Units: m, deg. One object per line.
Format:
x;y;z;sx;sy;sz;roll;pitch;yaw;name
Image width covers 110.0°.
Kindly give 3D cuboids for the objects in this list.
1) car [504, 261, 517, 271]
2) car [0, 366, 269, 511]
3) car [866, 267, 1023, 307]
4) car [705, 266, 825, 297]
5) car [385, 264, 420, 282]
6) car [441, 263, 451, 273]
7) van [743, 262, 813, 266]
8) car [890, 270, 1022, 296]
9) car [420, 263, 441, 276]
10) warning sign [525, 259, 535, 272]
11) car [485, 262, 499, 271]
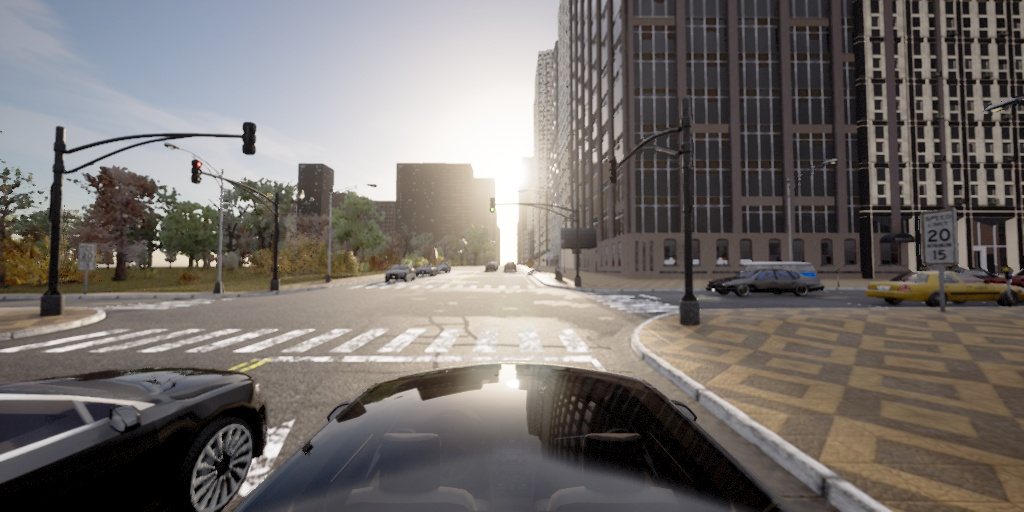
-0.262;1.714;61.624;2.097;1.767;4.553;0;-1;0;car
-3.140;1.240;1.321;2.128;1.511;4.902;0;0;0;car
16.259;1.153;13.477;4.829;1.417;1.751;0;0;-1;car
13.210;1.384;18.859;5.357;1.411;2.033;0;-2;-1;car
-10.040;1.532;32.569;1.837;1.490;4.892;0;-1;-2;car
-10.142;1.741;52.691;2.128;1.511;4.902;0;-1;0;car
15.831;1.256;21.491;3.998;1.789;1.690;0;0;-1;van
23.412;1.385;19.044;4.718;1.301;1.895;0;-2;-1;car
-10.084;1.695;42.466;1.994;1.385;4.181;0;-1;0;car
2.565;1.334;50.352;1.300;1.860;1.060;0;0;0;warning sign
-3.606;1.875;62.209;1.837;1.490;4.892;0;-1;0;car
